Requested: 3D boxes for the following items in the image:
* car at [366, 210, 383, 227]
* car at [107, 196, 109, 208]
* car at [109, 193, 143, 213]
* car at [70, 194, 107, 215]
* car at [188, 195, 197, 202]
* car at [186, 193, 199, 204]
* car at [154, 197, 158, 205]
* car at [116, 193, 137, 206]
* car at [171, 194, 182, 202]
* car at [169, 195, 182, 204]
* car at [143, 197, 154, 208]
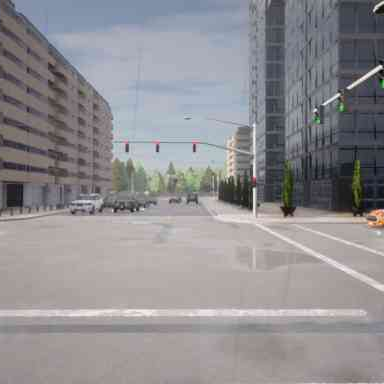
[{"bbox_3d":[13.579,1.407,21.101,4.553,1.767,2.097,0,0,0],"label":"car"},{"bbox_3d":[-10.867,1.352,44.784,2.097,1.767,4.553,0,0,1],"label":"car"},{"bbox_3d":[-7.419,1.221,38.114,2.150,2.045,5.566,0,0,1],"label":"car"},{"bbox_3d":[-10.928,1.221,34.940,2.150,2.045,5.566,0,0,-1],"label":"car"},{"bbox_3d":[0.098,1.500,74.538,1.837,1.490,4.892,0,0,1],"label":"car"},{"bbox_3d":[0.062,1.221,63.825,2.150,2.045,5.566,0,0,1],"label":"car"},{"bbox_3d":[-7.187,1.564,58.379,1.994,1.385,4.181,0,0,1],"label":"car"},{"bbox_3d":[-10.736,1.221,54.985,2.150,2.045,5.566,0,0,1],"label":"car"},{"bbox_3d":[-3.410,1.355,74.261,2.097,1.767,4.553,0,0,1],"label":"car"},{"bbox_3d":[-3.432,1.526,64.244,1.812,1.442,4.674,0,0,1],"label":"car"},{"bbox_3d":[-7.325,1.547,48.359,2.033,1.411,5.357,0,0,1],"label":"car"}]
